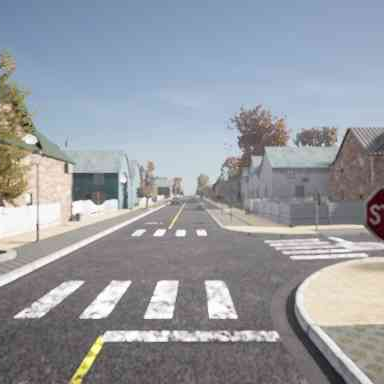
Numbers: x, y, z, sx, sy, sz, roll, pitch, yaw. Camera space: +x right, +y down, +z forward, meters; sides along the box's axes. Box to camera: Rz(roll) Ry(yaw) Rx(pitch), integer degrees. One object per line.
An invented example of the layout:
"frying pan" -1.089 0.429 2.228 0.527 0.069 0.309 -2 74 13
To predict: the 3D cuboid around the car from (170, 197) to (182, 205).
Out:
"car" -2.888 1.651 60.954 1.837 1.490 4.892 0 0 0
